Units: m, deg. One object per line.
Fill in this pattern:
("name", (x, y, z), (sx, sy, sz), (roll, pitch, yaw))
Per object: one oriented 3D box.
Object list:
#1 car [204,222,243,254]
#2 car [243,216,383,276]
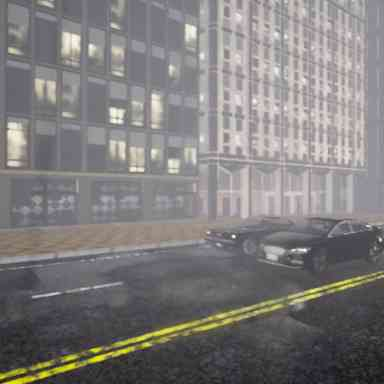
("car", (2.817, 1.675, 13.596), (4.718, 1.301, 1.895), (1, 0, -35))
("car", (4.233, 1.561, 10.621), (4.902, 1.511, 2.128), (1, 0, -35))
